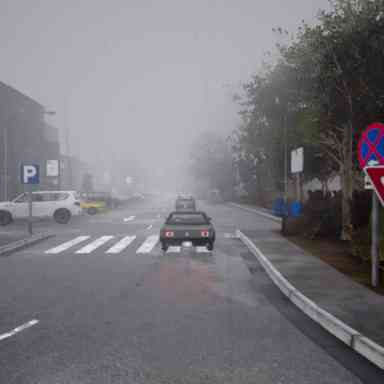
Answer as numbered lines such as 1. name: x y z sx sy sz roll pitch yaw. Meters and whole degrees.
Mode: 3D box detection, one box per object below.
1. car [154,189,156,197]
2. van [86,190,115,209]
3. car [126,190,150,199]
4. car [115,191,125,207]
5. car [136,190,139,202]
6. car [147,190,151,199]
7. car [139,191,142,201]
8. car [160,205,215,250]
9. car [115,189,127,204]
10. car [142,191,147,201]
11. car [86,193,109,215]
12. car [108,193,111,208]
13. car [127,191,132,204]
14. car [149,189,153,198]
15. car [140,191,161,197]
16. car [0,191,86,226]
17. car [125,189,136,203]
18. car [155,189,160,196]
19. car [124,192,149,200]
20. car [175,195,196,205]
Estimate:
1. car: -11.288 0.675 75.094 4.792 1.488 2.163 -1 0 -22
2. van: -10.306 0.847 33.011 4.442 1.987 1.878 -1 1 -22
3. car: -11.185 0.572 69.072 4.553 1.767 2.185 -1 0 -22
4. car: -10.273 1.036 36.061 5.008 1.535 2.097 -1 1 -22
5. car: -10.573 0.776 48.077 4.553 1.767 2.185 -1 1 -21
6. car: -10.745 0.774 60.150 5.366 1.575 1.946 -1 0 -21
7. car: -10.658 0.899 51.091 4.792 1.488 2.163 -1 0 -22
8. car: -0.178 1.417 13.343 1.895 1.301 4.718 0 1 -1
9. car: -10.397 0.877 39.060 4.553 1.767 2.185 -1 0 -22
10. car: -10.738 0.587 54.087 5.566 2.045 2.435 -1 0 -21
11. car: -9.847 1.134 27.126 5.366 1.575 1.946 -1 0 -22
12. car: -10.114 1.145 30.062 4.674 1.452 2.002 -1 0 -22
13. car: -10.446 1.008 42.070 4.674 1.452 2.002 -1 0 -22
14. car: -10.985 0.500 63.100 5.566 2.045 2.435 -1 0 -22
15. car: -11.674 0.500 93.148 5.366 1.575 1.946 -1 0 -22
16. car: -9.860 0.958 21.028 5.566 2.045 2.435 -1 1 -22
17. car: -10.494 0.809 45.077 4.553 1.767 2.185 -1 1 -22
18. car: -11.668 0.553 87.080 4.892 1.521 2.231 -1 0 -22
19. car: -11.070 0.764 66.079 4.674 1.452 2.002 -1 1 -22
20. car: -0.669 1.082 32.881 2.128 1.511 4.902 0 1 -2
